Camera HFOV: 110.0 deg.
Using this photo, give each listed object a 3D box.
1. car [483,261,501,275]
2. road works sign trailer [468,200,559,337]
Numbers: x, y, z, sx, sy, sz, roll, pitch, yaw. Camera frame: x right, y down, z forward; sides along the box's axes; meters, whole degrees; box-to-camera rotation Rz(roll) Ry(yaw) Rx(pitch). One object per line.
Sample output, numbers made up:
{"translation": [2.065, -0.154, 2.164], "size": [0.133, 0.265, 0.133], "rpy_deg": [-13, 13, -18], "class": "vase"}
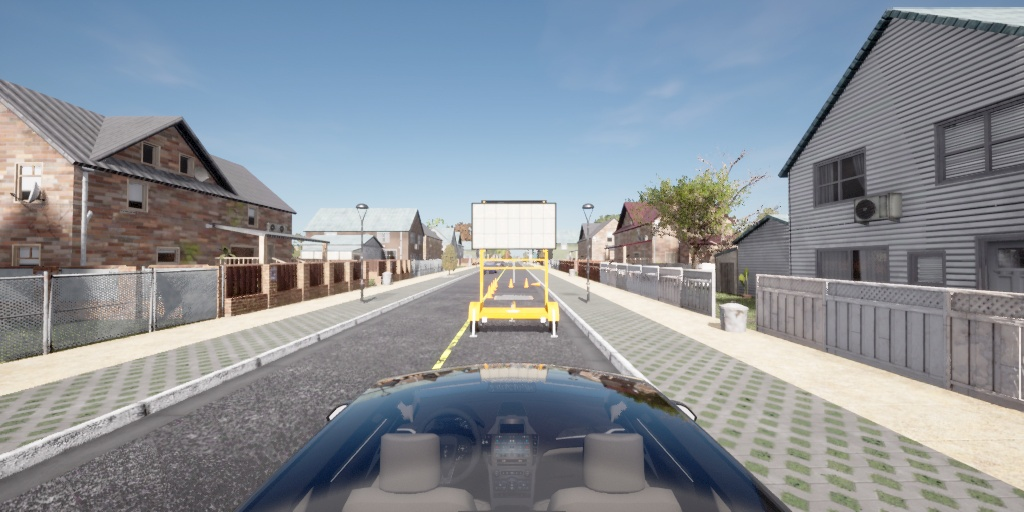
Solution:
{"translation": [-2.657, 1.372, 41.669], "size": [2.033, 1.411, 5.357], "rpy_deg": [0, 0, 0], "class": "car"}
{"translation": [0.057, 0.220, 10.260], "size": [2.380, 3.560, 2.880], "rpy_deg": [0, 0, 1], "class": "road works sign trailer"}
